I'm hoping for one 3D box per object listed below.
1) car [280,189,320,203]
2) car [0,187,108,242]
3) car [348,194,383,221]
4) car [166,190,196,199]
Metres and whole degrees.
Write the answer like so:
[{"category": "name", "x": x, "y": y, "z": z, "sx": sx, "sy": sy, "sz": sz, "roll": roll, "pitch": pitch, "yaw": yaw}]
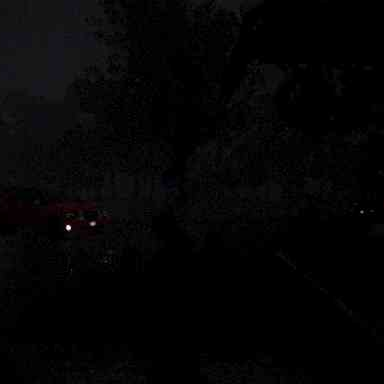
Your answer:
[{"category": "car", "x": 12.355, "y": 0.429, "z": 38.419, "sx": 1.882, "sy": 1.535, "sz": 5.008, "roll": -1, "pitch": 2, "yaw": -27}, {"category": "car", "x": -6.102, "y": 0.826, "z": 14.347, "sx": 5.566, "sy": 2.045, "sz": 2.150, "roll": 1, "pitch": 1, "yaw": 34}, {"category": "car", "x": 11.444, "y": 0.909, "z": 21.295, "sx": 2.128, "sy": 1.511, "sz": 4.902, "roll": 2, "pitch": 2, "yaw": 39}, {"category": "car", "x": -1.579, "y": 0.295, "z": 46.510, "sx": 4.181, "sy": 1.385, "sz": 1.994, "roll": 0, "pitch": 1, "yaw": 2}]
